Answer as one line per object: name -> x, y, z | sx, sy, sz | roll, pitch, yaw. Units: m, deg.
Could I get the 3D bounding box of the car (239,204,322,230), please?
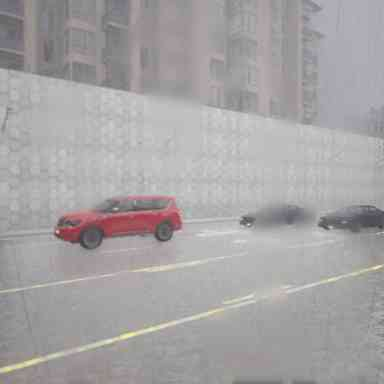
car -> 5.433, 1.484, 20.733 | 5.357, 1.411, 2.033 | 0, 0, -35

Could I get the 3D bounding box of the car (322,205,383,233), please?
car -> 9.572, 1.473, 19.294 | 5.357, 1.411, 2.033 | 0, 0, -35

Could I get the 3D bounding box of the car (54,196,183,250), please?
car -> -3.037, 1.199, 14.708 | 5.566, 2.045, 2.150 | 0, 0, -35
